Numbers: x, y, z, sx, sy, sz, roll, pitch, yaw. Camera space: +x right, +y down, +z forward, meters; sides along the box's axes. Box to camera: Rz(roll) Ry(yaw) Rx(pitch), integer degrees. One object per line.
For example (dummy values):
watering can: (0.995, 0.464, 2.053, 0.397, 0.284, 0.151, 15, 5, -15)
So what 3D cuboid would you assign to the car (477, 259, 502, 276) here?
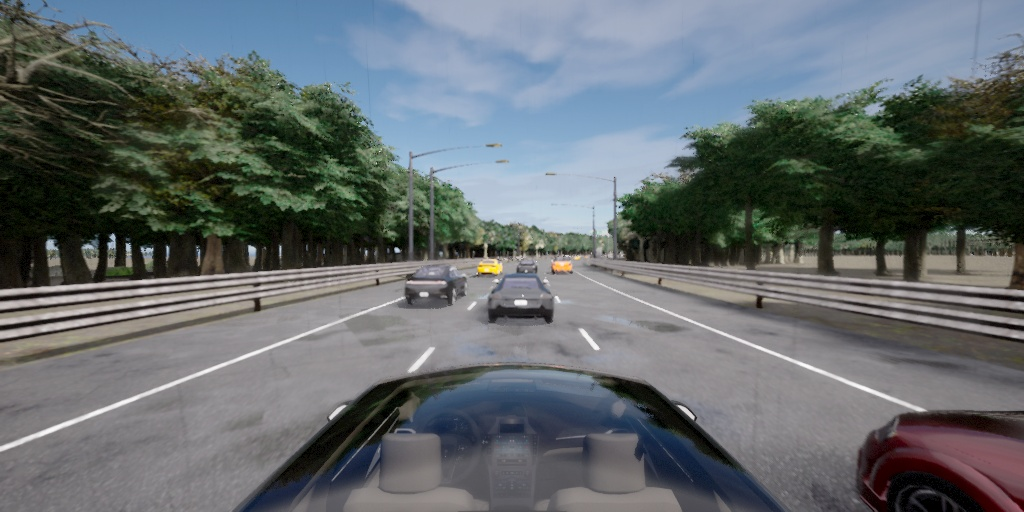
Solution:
car: (-2.014, 1.056, 33.775, 1.882, 1.535, 5.008, 0, 0, 4)

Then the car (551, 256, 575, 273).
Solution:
car: (5.363, 0.908, 39.015, 2.097, 1.767, 4.553, 0, 0, 6)

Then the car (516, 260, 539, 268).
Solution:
car: (1.426, 1.078, 32.889, 2.128, 1.511, 4.902, 0, 0, 4)

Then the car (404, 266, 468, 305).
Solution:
car: (-3.095, 1.167, 15.406, 2.128, 1.511, 4.902, 0, 0, 2)

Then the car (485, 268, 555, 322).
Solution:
car: (0.298, 1.260, 12.024, 1.994, 1.385, 4.181, 0, 0, 2)

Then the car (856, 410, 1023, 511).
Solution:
car: (3.519, 1.321, 0.860, 1.994, 1.385, 4.181, 0, 0, 0)
